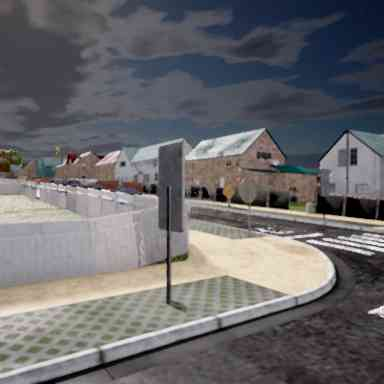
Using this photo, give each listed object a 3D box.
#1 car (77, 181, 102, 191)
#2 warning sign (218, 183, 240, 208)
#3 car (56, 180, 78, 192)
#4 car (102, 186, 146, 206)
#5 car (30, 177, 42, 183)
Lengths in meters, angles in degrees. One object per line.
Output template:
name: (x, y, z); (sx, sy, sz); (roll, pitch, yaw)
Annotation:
car: (-13.344, -0.489, 44.766); (2.033, 1.411, 5.357); (1, 2, -35)
warning sign: (2.864, 0.275, 25.885); (1.300, 1.860, 1.060); (-3, 2, -35)
car: (-17.948, -0.648, 46.441); (1.895, 1.301, 4.718); (1, 2, -35)
car: (-5.603, 0.325, 28.681); (2.033, 1.411, 5.357); (1, 2, -35)
car: (-38.573, -2.868, 82.251); (2.097, 1.767, 4.553); (-3, 3, -35)
